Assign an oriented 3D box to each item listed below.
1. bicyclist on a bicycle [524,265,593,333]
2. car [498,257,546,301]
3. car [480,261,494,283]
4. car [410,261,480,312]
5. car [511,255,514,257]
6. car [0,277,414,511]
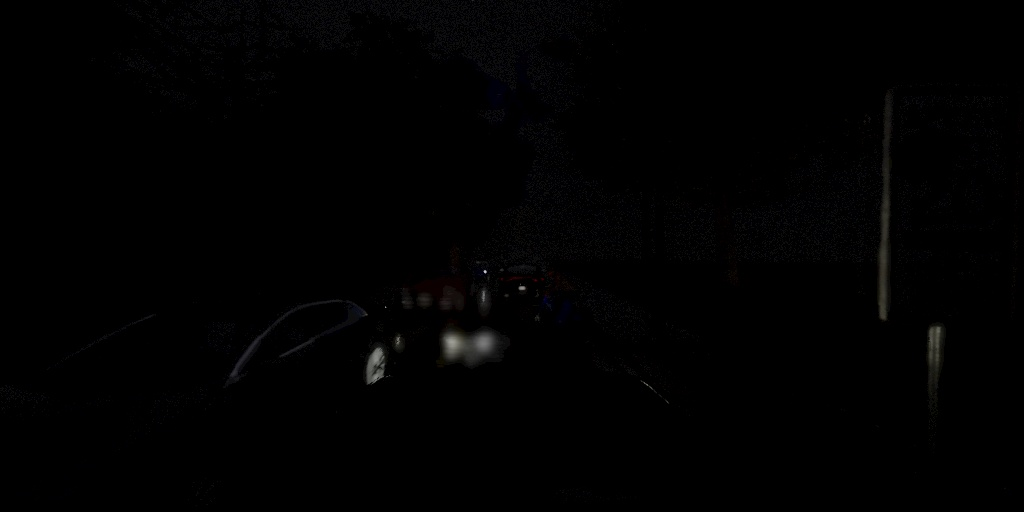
[{"bbox_3d":[1.111,1.044,8.592,1.656,1.620,0.582,1,1,2],"label":"bicyclist on a bicycle"},{"bbox_3d":[0.455,1.000,15.764,1.882,1.535,5.008,0,1,2],"label":"car"},{"bbox_3d":[-2.259,0.981,23.619,1.895,1.301,4.718,0,1,2],"label":"car"},{"bbox_3d":[-2.560,1.021,13.320,1.882,1.535,5.008,0,1,2],"label":"car"},{"bbox_3d":[1.103,0.774,38.262,1.895,1.301,4.718,0,1,2],"label":"car"},{"bbox_3d":[-2.838,1.192,3.666,2.128,1.511,4.902,0,1,2],"label":"car"}]
